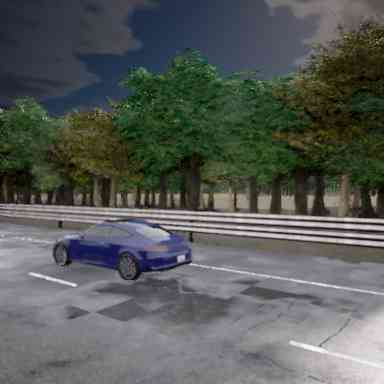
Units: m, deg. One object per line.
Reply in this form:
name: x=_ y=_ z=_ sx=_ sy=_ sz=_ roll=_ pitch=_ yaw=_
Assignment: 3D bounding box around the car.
car: x=-2.148 y=1.531 z=9.806 sx=4.674 sy=1.442 sz=1.812 roll=0 pitch=0 yaw=35
